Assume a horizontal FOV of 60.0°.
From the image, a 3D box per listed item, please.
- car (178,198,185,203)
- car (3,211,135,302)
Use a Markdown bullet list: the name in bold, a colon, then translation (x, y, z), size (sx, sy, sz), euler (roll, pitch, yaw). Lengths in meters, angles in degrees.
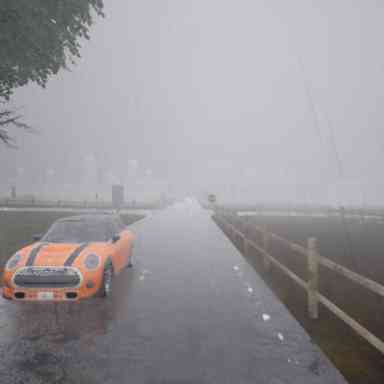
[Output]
- **car**: translation (-2.767, 2.317, 91.980), size (1.895, 1.301, 4.718), euler (0, 0, 0)
- **car**: translation (-2.849, 1.440, 8.707), size (2.097, 1.767, 4.553), euler (0, -1, 0)
